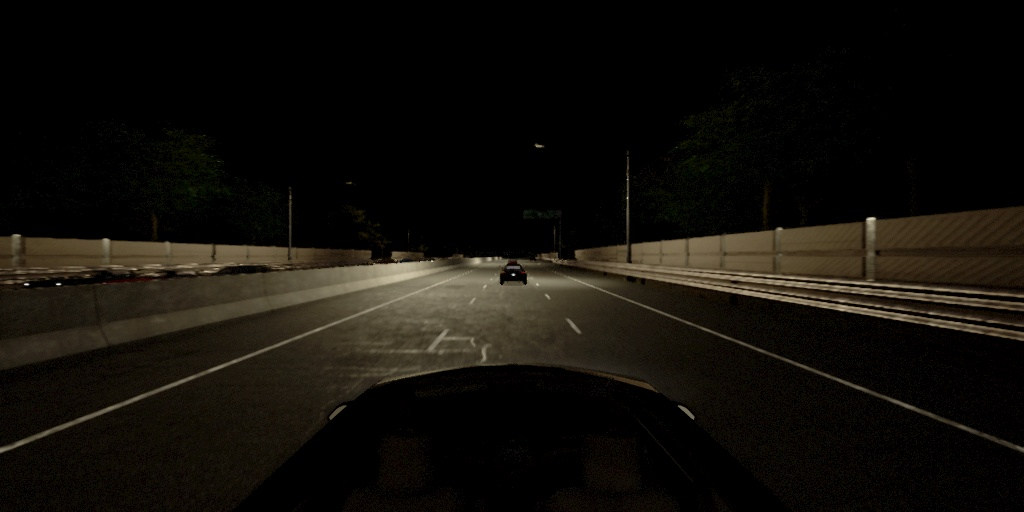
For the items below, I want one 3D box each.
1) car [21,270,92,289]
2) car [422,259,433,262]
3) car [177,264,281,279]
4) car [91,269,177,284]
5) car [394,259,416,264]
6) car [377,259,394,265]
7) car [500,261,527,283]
[{"bbox_3d":[-21.086,1.346,18.250,1.895,1.301,4.718,0,0,0],"label":"car"},{"bbox_3d":[-14.007,1.266,59.916,1.994,1.385,4.181,0,0,1],"label":"car"},{"bbox_3d":[-14.086,1.222,18.705,1.882,1.535,5.008,0,0,0],"label":"car"},{"bbox_3d":[-17.586,1.346,18.251,1.895,1.301,4.718,0,0,0],"label":"car"},{"bbox_3d":[-17.506,1.182,59.909,1.882,1.535,5.008,0,0,1],"label":"car"},{"bbox_3d":[-21.002,1.231,59.860,1.812,1.442,4.674,0,0,1],"label":"car"},{"bbox_3d":[0.104,1.300,27.369,1.994,1.385,4.181,0,0,0],"label":"car"}]
